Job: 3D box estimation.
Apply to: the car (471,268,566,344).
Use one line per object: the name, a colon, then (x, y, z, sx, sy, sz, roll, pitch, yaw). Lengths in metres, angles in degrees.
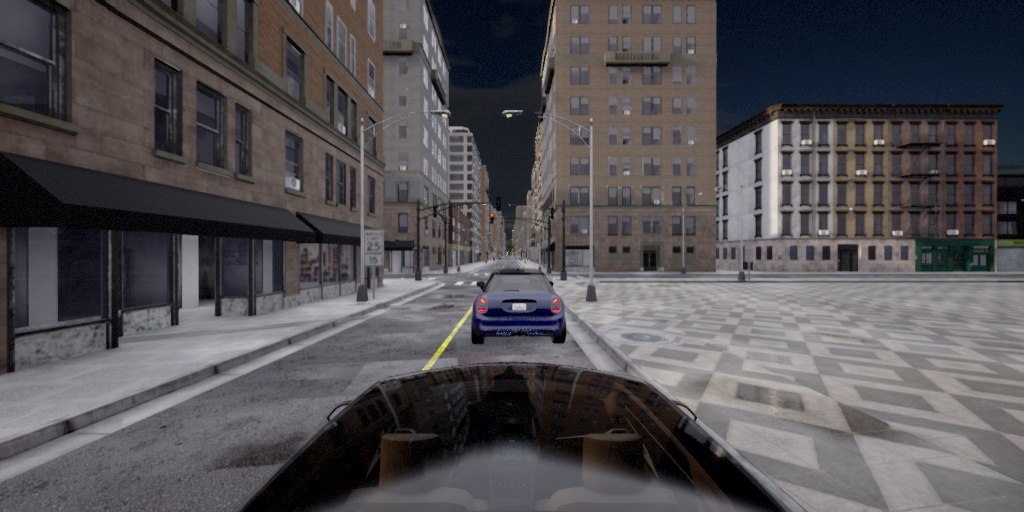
car: (0.100, 1.097, 9.715, 2.097, 1.767, 4.553, 0, 0, -1)
